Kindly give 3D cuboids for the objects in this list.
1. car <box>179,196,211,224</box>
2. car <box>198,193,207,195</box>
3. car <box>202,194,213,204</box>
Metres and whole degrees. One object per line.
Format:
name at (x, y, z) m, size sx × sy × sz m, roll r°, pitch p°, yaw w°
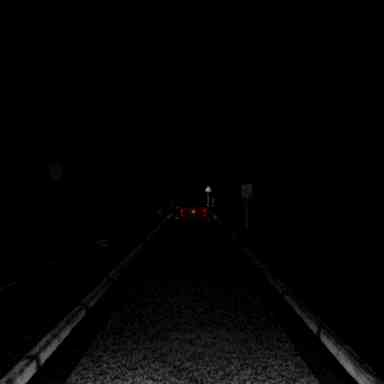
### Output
car at (0.099, 1.391, 25.171) m, size 2.097 × 1.767 × 4.553 m, roll 0°, pitch 0°, yaw 0°
car at (2.995, 1.337, 84.701) m, size 2.435 × 2.045 × 5.566 m, roll 0°, pitch 0°, yaw 0°
car at (2.995, 1.583, 57.055) m, size 2.231 × 1.521 × 4.892 m, roll 0°, pitch 0°, yaw 0°
